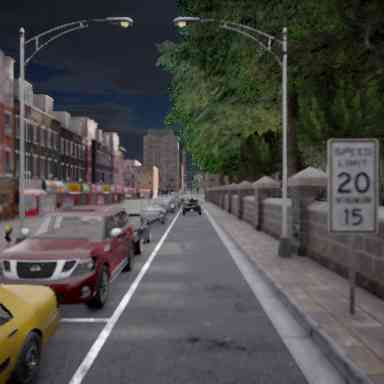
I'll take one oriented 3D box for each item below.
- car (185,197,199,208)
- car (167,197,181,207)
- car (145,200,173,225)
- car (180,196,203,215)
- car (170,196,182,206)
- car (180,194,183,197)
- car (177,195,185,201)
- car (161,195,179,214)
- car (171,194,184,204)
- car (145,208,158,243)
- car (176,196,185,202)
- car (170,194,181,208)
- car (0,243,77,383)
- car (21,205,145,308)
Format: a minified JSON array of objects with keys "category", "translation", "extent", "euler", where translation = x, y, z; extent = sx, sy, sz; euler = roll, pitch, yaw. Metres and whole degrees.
[{"category":"car","translation":[0.039,1.471,47.470],"extent":[1.812,1.442,4.674],"euler":[0,0,1]},{"category":"car","translation":[-2.648,1.468,50.059],"extent":[1.752,1.417,4.829],"euler":[0,0,0]},{"category":"car","translation":[-2.654,1.522,23.877],"extent":[2.008,1.369,4.403],"euler":[0,0,0]},{"category":"car","translation":[0.005,1.467,33.647],"extent":[1.837,1.490,4.892],"euler":[0,0,0]},{"category":"car","translation":[-2.647,1.462,55.329],"extent":[1.752,1.417,4.829],"euler":[0,0,0]},{"category":"car","translation":[-2.649,1.263,44.959],"extent":[2.192,1.841,5.009],"euler":[0,0,0]},{"category":"car","translation":[-2.644,1.476,79.971],"extent":[1.947,1.339,4.313],"euler":[0,0,0]},{"category":"car","translation":[-2.651,1.400,34.417],"extent":[1.967,1.590,4.097],"euler":[0,0,0]},{"category":"car","translation":[-2.646,1.246,60.770],"extent":[2.192,1.841,5.009],"euler":[0,0,0]},{"category":"car","translation":[-2.656,1.549,13.337],"extent":[1.947,1.339,4.313],"euler":[0,0,0]},{"category":"car","translation":[-2.644,1.496,76.308],"extent":[1.802,1.307,4.206],"euler":[0,0,0]},{"category":"car","translation":[-2.650,1.394,39.688],"extent":[1.967,1.590,4.097],"euler":[0,0,0]},{"category":"car","translation":[-2.653,1.522,2.629],"extent":[1.752,1.417,4.829],"euler":[0,0,0]},{"category":"car","translation":[-2.657,1.305,8.067],"extent":[2.192,1.841,5.009],"euler":[0,0,0]}]
